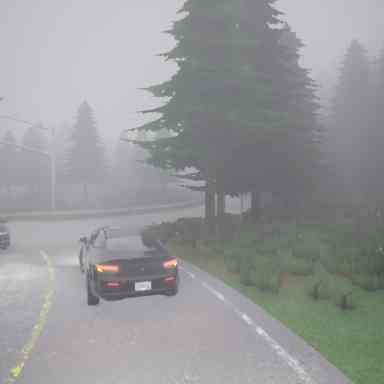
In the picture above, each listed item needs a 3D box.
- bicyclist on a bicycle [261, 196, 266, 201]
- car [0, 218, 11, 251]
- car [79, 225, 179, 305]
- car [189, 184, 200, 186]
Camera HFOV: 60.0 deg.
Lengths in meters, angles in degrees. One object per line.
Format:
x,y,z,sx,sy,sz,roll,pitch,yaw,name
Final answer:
6.284,0.894,30.423,1.656,1.620,0.582,-13,-4,35,bicyclist on a bicycle
-8.682,1.495,13.448,2.128,1.511,4.902,1,-1,-38,car
-1.691,1.526,8.139,1.812,1.442,4.674,0,0,-21,car
0.517,-1.747,69.759,1.994,1.385,4.181,0,5,-5,car
